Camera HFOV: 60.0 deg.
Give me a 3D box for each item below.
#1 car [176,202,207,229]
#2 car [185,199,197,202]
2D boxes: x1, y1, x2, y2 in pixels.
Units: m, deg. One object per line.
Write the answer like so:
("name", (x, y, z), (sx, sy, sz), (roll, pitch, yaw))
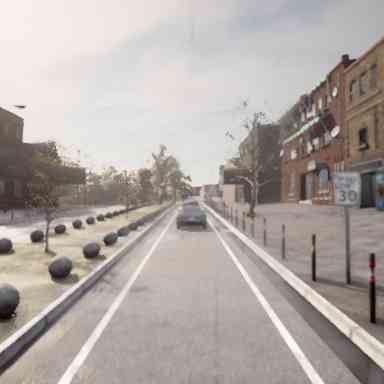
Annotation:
("car", (-0.019, 1.615, 22.220), (1.994, 1.385, 4.181), (0, 0, 0))
("car", (-0.114, 1.584, 39.802), (2.128, 1.511, 4.902), (0, 0, 0))
